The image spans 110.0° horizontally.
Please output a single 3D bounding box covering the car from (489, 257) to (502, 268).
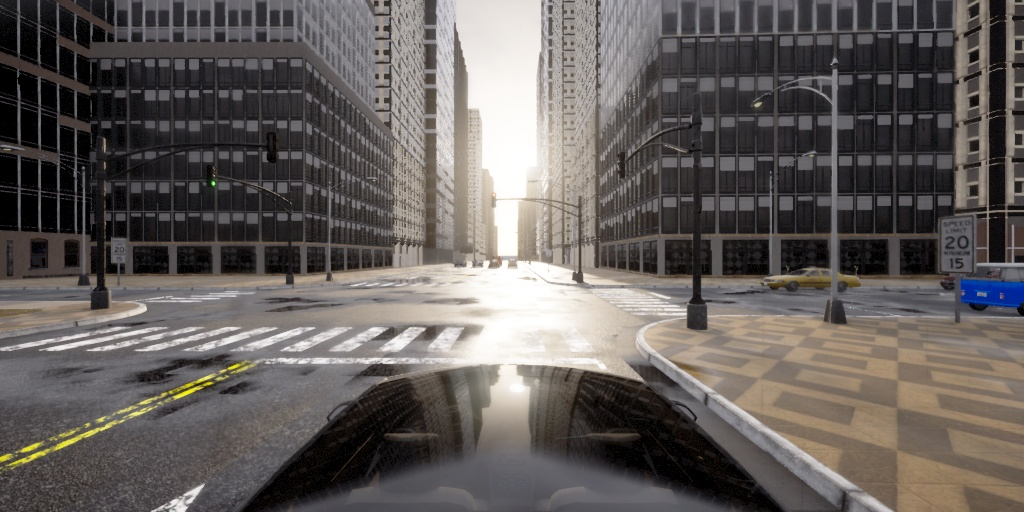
[{"bbox_3d":[-3.126,1.386,63.344,1.812,1.442,4.674,0,0,0],"label":"car"}]

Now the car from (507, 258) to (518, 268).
[{"bbox_3d":[0.124,1.408,63.338,2.033,1.411,5.357,0,0,0],"label":"car"}]

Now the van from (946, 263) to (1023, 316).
[{"bbox_3d":[18.378,1.119,12.544,3.998,1.789,1.690,0,0,2],"label":"van"}]

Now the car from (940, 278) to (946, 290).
[{"bbox_3d":[26.958,1.356,20.214,4.207,1.307,1.802,0,0,2],"label":"car"}]

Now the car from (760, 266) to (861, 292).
[{"bbox_3d":[17.124,1.293,20.719,4.829,1.417,1.751,0,0,2],"label":"car"}]
